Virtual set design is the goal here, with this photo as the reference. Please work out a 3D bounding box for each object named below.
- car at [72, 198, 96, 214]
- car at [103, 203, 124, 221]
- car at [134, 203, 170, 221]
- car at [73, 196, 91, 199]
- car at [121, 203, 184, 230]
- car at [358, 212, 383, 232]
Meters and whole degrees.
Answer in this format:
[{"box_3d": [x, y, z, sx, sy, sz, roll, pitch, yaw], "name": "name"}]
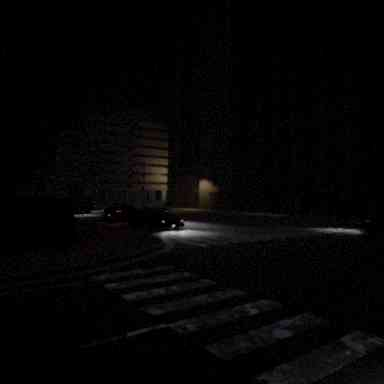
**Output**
[{"box_3d": [-13.078, 1.736, 37.607, 2.033, 1.411, 5.357, 1, -1, -35], "name": "car"}, {"box_3d": [-5.857, 1.721, 28.932, 1.812, 1.442, 4.674, 1, -1, 20], "name": "car"}, {"box_3d": [-3.849, 1.836, 31.331, 1.895, 1.301, 4.718, -2, 1, -26], "name": "car"}, {"box_3d": [-15.491, 1.531, 47.169, 2.150, 2.045, 5.566, 1, 0, -35], "name": "car"}, {"box_3d": [-2.677, 1.735, 22.958, 2.033, 1.411, 5.357, 1, 0, -35], "name": "car"}, {"box_3d": [13.327, 1.807, 21.483, 4.674, 1.442, 1.812, 1, 1, 8], "name": "car"}]
